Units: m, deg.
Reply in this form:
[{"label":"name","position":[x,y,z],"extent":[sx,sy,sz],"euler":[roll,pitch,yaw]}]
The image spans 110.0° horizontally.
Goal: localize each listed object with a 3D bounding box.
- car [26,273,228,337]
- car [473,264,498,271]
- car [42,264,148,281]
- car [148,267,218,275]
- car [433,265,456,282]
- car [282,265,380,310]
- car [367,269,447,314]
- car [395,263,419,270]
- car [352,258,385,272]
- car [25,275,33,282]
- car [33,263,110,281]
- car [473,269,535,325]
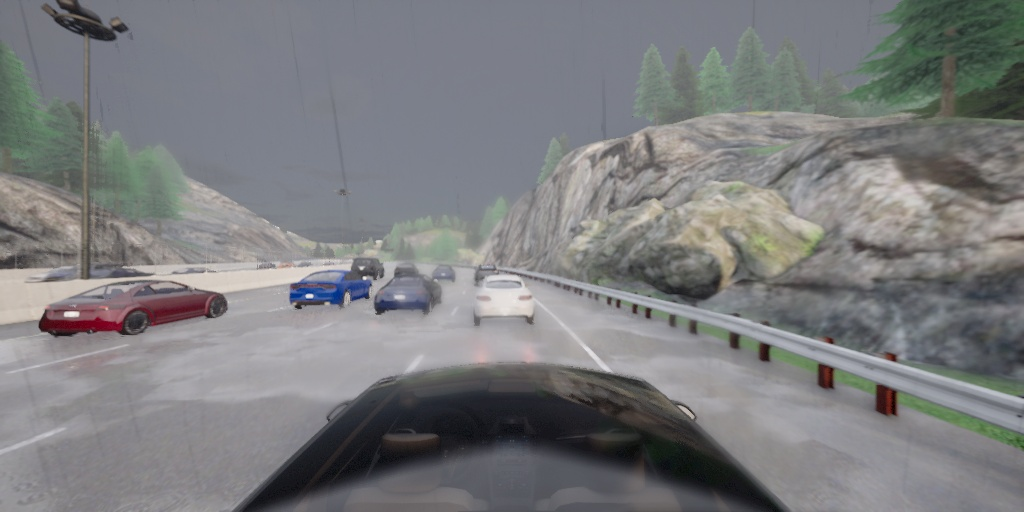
[{"label":"car","position":[-10.754,1.394,10.673],"extent":[1.994,1.385,4.181],"euler":[0,0,-3]},{"label":"car","position":[-2.104,1.410,29.454],"extent":[2.128,1.511,4.902],"euler":[0,0,-8]},{"label":"car","position":[-26.135,1.491,23.345],"extent":[2.033,1.411,5.357],"euler":[0,0,-7]},{"label":"car","position":[-22.965,1.513,25.676],"extent":[1.994,1.385,4.181],"euler":[0,0,-8]},{"label":"car","position":[-5.984,1.505,31.590],"extent":[1.994,1.385,4.181],"euler":[0,0,-9]},{"label":"car","position":[-7.560,1.328,15.523],"extent":[1.882,1.535,5.008],"euler":[0,0,-4]},{"label":"car","position":[-3.965,1.398,14.292],"extent":[1.994,1.385,4.181],"euler":[0,0,-4]},{"label":"car","position":[-9.923,1.442,33.931],"extent":[1.882,1.535,5.008],"euler":[0,0,-10]},{"label":"car","position":[-13.350,1.191,33.350],"extent":[2.150,2.045,5.566],"euler":[0,0,-10]},{"label":"car","position":[-33.839,1.513,27.458],"extent":[1.812,1.442,4.674],"euler":[0,0,-9]},{"label":"car","position":[-30.001,1.318,25.494],"extent":[2.097,1.767,4.553],"euler":[0,0,-9]},{"label":"car","position":[-0.317,1.338,12.105],"extent":[1.812,1.442,4.674],"euler":[0,0,-3]}]
